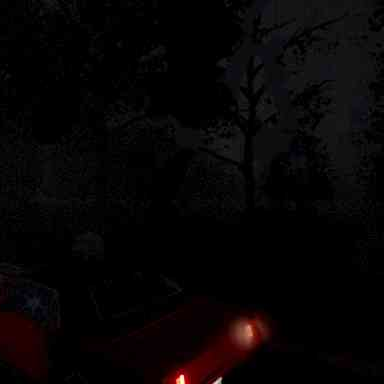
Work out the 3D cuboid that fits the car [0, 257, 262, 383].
[{"bbox_3d":[-1.595,1.608,4.542,4.718,1.301,1.895,0,0,36],"label":"car"}]
